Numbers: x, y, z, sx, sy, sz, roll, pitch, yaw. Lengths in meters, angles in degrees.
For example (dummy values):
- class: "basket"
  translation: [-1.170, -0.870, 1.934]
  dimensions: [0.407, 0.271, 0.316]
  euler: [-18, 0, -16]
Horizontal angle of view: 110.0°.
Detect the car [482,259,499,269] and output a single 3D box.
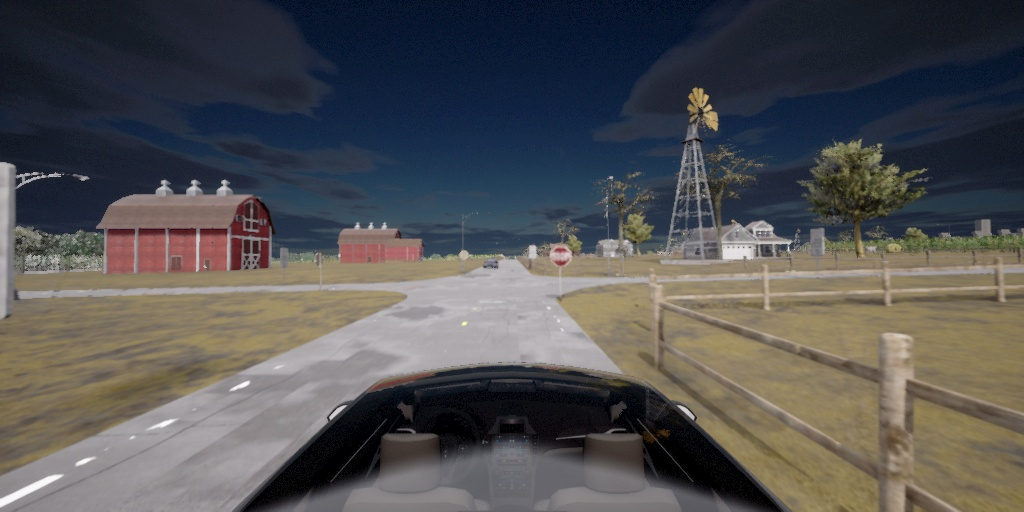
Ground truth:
- class: "car"
  translation: [-2.754, 1.058, 47.139]
  dimensions: [1.994, 1.385, 4.181]
  euler: [0, 1, 0]
